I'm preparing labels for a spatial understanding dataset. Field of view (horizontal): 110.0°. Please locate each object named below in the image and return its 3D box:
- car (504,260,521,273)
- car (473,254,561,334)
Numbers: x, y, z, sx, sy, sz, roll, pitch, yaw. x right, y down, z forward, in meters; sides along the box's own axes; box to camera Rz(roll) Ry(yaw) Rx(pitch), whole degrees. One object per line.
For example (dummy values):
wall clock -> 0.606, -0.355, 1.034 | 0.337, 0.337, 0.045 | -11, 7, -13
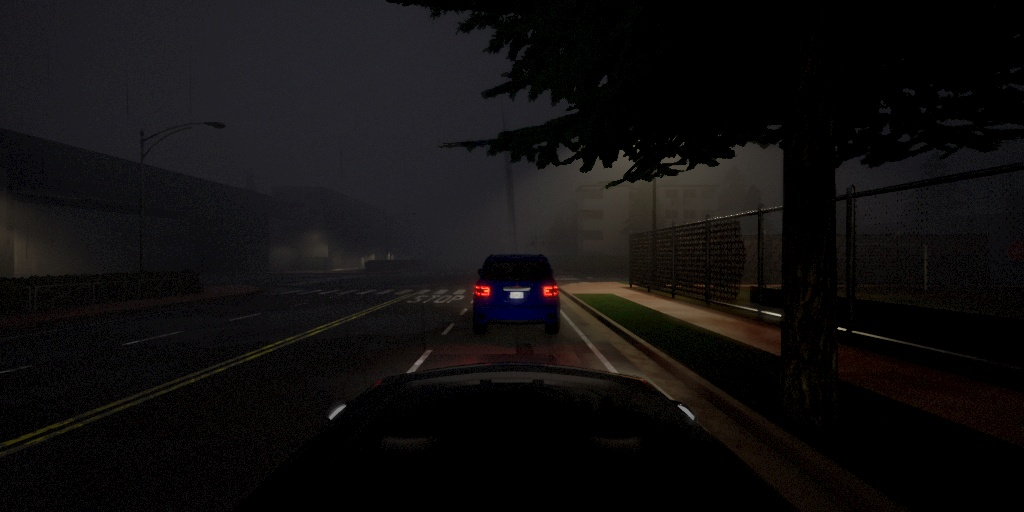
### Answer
car -> 0.025, 1.242, 45.614 | 2.128, 1.511, 4.902 | 0, 0, 0
car -> 0.115, 0.972, 10.738 | 2.150, 2.045, 5.566 | 0, 0, 0
